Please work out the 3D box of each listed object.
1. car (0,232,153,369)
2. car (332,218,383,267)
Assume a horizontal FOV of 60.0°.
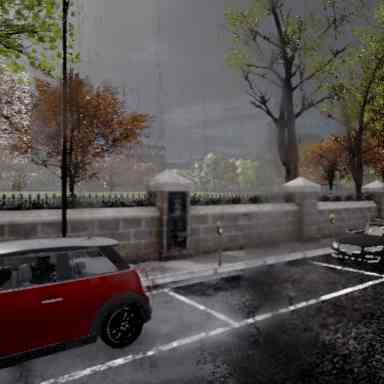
[{"bbox_3d":[-2.702,1.441,4.635,4.097,1.590,1.967,0,0,-35],"label":"car"},{"bbox_3d":[6.467,1.584,11.173,4.403,1.369,2.008,0,0,-35],"label":"car"}]
